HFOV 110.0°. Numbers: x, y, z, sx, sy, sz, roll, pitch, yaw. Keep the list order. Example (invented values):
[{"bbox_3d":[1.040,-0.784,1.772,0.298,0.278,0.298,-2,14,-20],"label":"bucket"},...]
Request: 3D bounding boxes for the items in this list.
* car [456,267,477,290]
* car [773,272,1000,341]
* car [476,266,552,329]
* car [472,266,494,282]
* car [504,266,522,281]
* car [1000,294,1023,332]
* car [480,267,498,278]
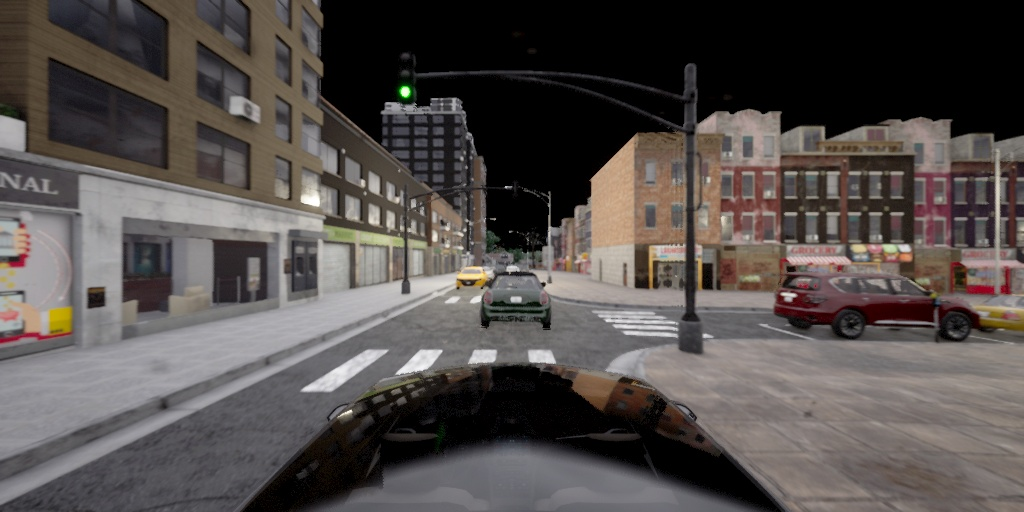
[{"bbox_3d":[-2.843,1.555,26.114,1.882,1.535,5.008,0,-1,1],"label":"car"},{"bbox_3d":[10.796,1.441,10.915,5.009,1.841,2.192,0,0,0],"label":"car"},{"bbox_3d":[0.119,1.279,12.305,2.097,1.767,4.553,1,-1,0],"label":"car"},{"bbox_3d":[-2.845,1.761,35.529,1.812,1.442,4.674,0,-1,0],"label":"car"},{"bbox_3d":[0.093,1.816,38.556,1.812,1.442,4.674,0,-1,0],"label":"car"},{"bbox_3d":[16.511,1.754,10.904,4.829,1.417,1.751,0,0,0],"label":"car"},{"bbox_3d":[-2.841,2.033,45.587,1.895,1.301,4.718,0,-1,0],"label":"car"}]
